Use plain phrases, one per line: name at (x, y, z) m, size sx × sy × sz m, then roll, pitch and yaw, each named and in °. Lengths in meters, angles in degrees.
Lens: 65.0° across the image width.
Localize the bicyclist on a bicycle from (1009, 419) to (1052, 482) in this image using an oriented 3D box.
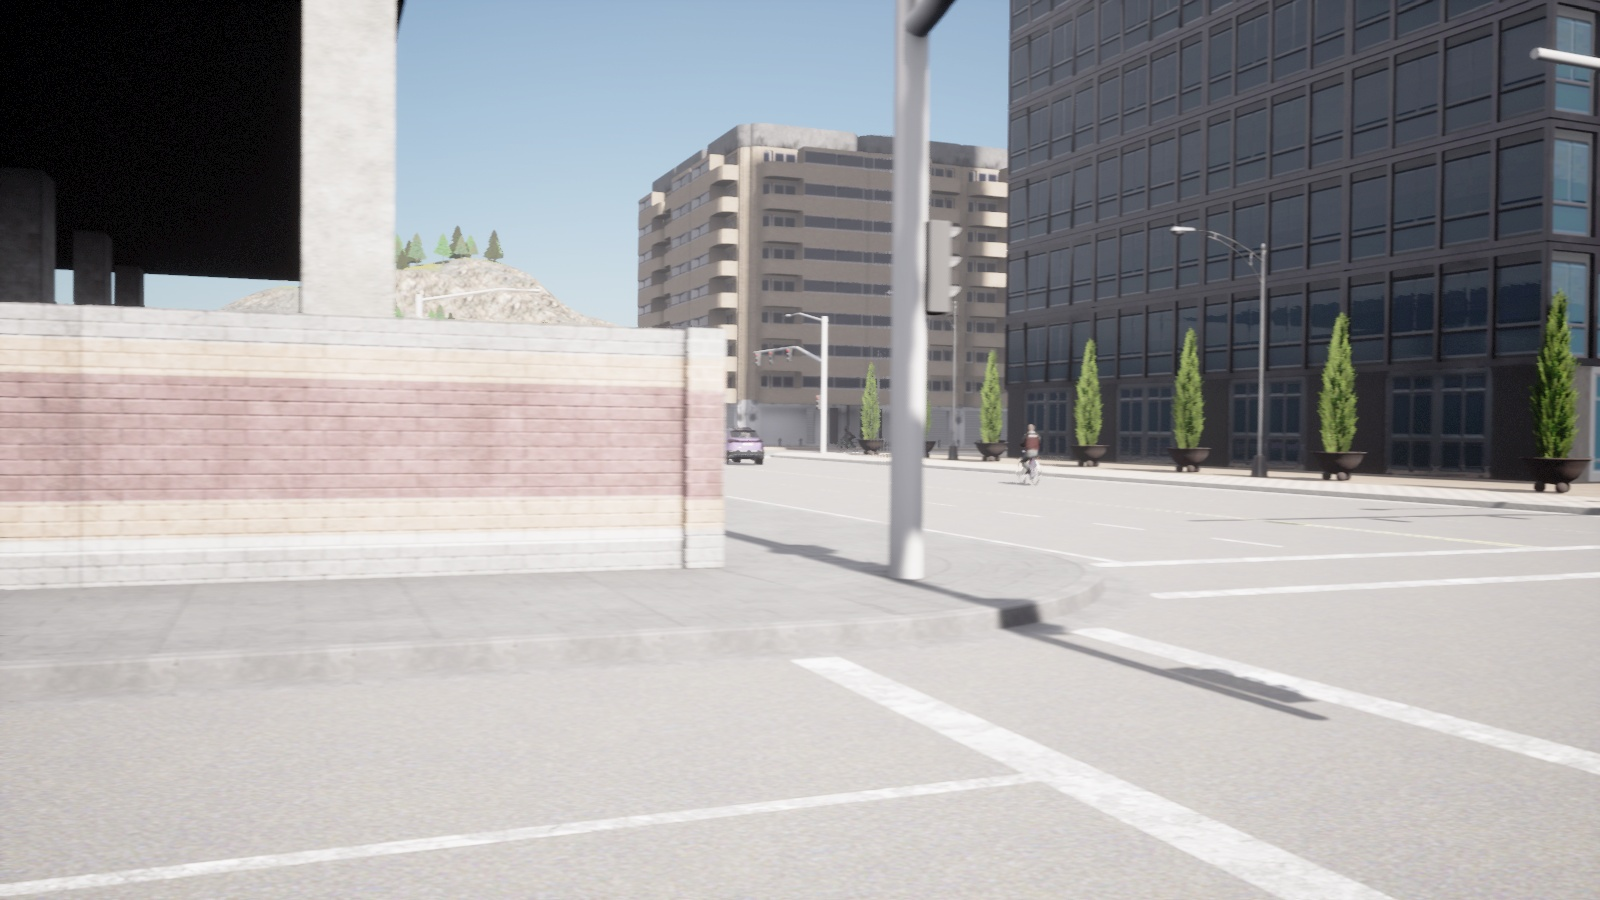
bicyclist on a bicycle at (6.686, -0.003, 36.556) m, size 0.659 × 1.776 × 1.843 m, roll -1°, pitch 1°, yaw -8°

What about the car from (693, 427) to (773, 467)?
car at (-3.024, -0.148, 55.374) m, size 2.033 × 1.649 × 4.856 m, roll -1°, pitch 1°, yaw -22°
